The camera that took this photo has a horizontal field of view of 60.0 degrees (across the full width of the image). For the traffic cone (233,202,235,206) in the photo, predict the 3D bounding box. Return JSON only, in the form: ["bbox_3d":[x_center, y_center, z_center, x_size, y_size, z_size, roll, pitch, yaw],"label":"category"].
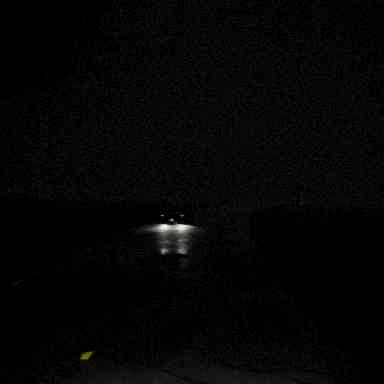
[{"bbox_3d":[7.070,1.966,55.579,0.340,0.580,0.340,-1,-1,23],"label":"traffic cone"}]

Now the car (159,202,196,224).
[{"bbox_3d":[-0.891,1.478,24.801,2.033,1.411,5.357,0,0,10],"label":"car"}]
